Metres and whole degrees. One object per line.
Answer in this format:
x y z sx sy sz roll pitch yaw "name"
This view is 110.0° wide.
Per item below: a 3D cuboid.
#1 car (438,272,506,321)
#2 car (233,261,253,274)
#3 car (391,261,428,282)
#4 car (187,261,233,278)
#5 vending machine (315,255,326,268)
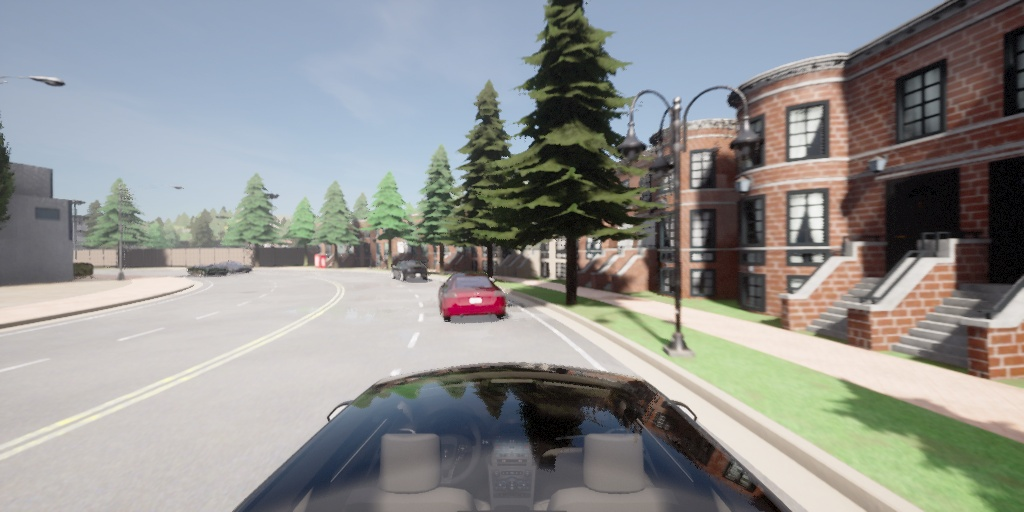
-1.490 1.246 12.329 1.994 1.385 4.181 -1 0 -13 "car"
-30.762 1.273 39.329 5.357 1.411 2.033 0 0 27 "car"
-8.009 1.125 27.797 1.837 1.490 4.892 0 0 -32 "car"
-29.078 1.350 34.311 4.718 1.301 1.895 0 0 32 "car"
-26.488 0.806 49.644 0.880 2.100 1.100 0 0 26 "vending machine"
